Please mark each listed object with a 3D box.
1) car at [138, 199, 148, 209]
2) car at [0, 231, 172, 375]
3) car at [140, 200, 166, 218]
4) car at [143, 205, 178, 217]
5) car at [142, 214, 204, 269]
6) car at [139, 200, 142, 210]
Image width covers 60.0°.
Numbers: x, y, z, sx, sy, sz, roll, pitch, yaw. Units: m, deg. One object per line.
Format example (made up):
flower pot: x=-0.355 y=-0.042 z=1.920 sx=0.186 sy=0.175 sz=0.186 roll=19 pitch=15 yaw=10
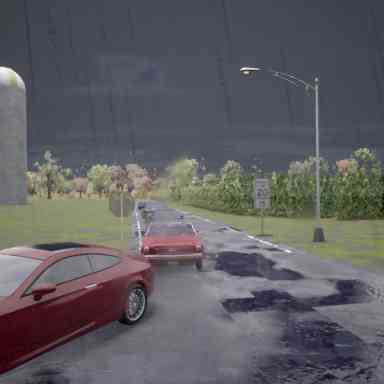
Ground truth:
car: x=-6.805 y=1.766 z=47.894 sx=2.033 sy=1.411 sz=5.357 roll=-1 pitch=0 yaw=-11
car: x=-2.370 y=1.557 z=5.056 sx=1.812 sy=1.442 sz=4.674 roll=0 pitch=-1 yaw=29
car: x=-2.376 y=1.601 z=23.452 sx=2.128 sy=1.511 sz=4.902 roll=-1 pitch=0 yaw=-10
car: x=-1.413 y=1.650 z=17.817 sx=1.994 sy=1.385 sz=4.181 roll=-1 pitch=0 yaw=-10
car: x=-0.709 y=1.664 z=11.370 sx=1.895 sy=1.301 sz=4.718 roll=-1 pitch=0 yaw=-5
car: x=-3.638 y=1.705 z=30.674 sx=1.994 sy=1.385 sz=4.181 roll=-1 pitch=0 yaw=-10
